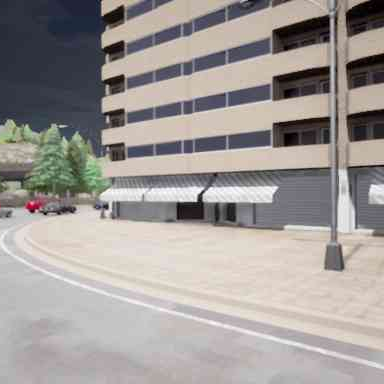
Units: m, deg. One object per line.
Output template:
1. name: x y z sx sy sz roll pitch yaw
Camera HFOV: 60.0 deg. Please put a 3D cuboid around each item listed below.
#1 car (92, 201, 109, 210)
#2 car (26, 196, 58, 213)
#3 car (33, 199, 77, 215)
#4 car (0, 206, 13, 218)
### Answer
1. car: -11.651 1.847 46.372 1.895 1.301 4.718 0 0 27
2. car: -17.466 1.476 40.244 2.150 2.045 5.566 0 0 14
3. car: -14.543 1.770 36.336 2.033 1.411 5.357 0 0 7
4. car: -18.276 1.821 30.357 1.895 1.301 4.718 0 0 -3
